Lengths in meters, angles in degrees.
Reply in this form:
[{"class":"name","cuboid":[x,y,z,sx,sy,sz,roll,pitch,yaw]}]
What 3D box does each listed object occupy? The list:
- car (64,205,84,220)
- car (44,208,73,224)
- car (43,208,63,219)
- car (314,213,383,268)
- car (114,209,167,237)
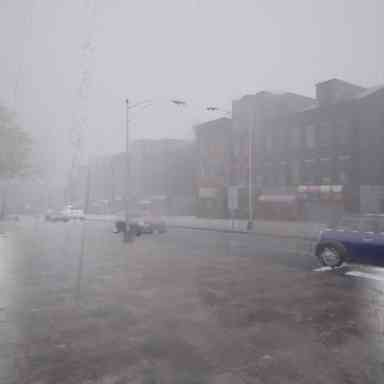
[{"class":"car","cuboid":[-16.574,2.896,45.719,2.150,2.045,5.566,0,-2,-35]},{"class":"car","cuboid":[-16.911,3.098,41.235,2.033,1.411,5.357,0,-2,-35]},{"class":"car","cuboid":[-22.699,3.481,54.310,2.097,1.767,4.553,0,-2,-36]},{"class":"car","cuboid":[6.216,1.451,10.094,4.553,1.767,2.097,-2,-2,43]},{"class":"car","cuboid":[-3.549,1.975,22.366,2.097,1.767,4.553,0,-2,-35]}]
